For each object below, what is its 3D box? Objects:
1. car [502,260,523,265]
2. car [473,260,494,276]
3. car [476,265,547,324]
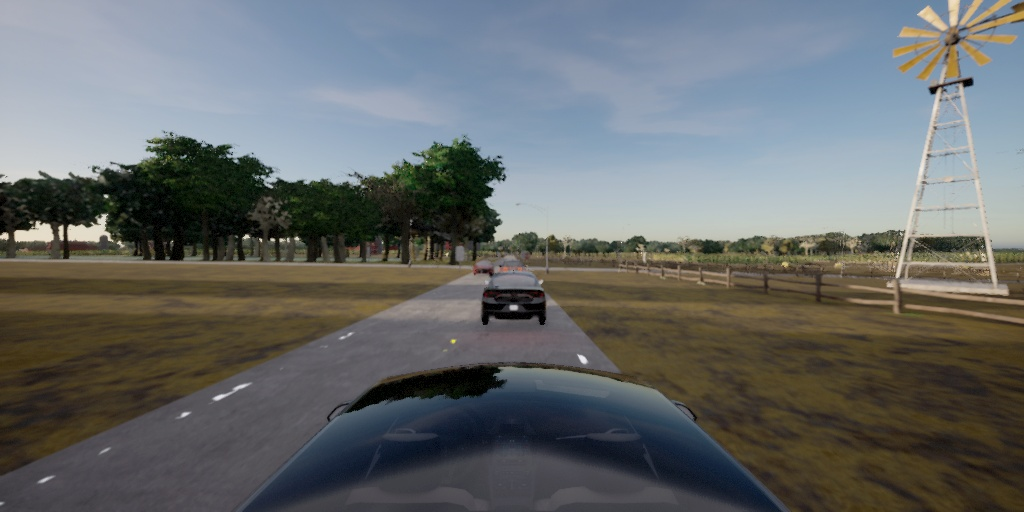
[{"bbox_3d":[0.058,1.073,27.328,2.097,1.767,4.553,0,0,0],"label":"car"},{"bbox_3d":[-2.843,1.181,36.596,1.882,1.535,5.008,0,0,0],"label":"car"},{"bbox_3d":[0.064,1.218,12.016,1.882,1.535,5.008,0,0,0],"label":"car"}]
